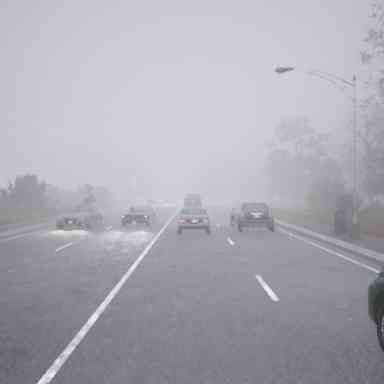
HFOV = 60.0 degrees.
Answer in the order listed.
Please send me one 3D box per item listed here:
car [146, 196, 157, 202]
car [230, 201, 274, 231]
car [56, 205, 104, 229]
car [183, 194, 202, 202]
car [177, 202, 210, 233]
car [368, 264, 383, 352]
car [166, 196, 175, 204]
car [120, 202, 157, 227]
[{"bbox_3d":[-7.576,1.485,62.533,1.882,1.535,5.008,0,0,-3],"label":"car"},{"bbox_3d":[3.598,1.355,20.620,2.097,1.767,4.553,0,0,0],"label":"car"},{"bbox_3d":[-7.101,1.567,21.410,1.994,1.385,4.181,0,0,0],"label":"car"},{"bbox_3d":[0.083,1.228,41.945,2.150,2.045,5.566,0,0,0],"label":"car"},{"bbox_3d":[0.099,1.551,19.635,2.033,1.411,5.357,0,0,0],"label":"car"},{"bbox_3d":[3.599,1.222,2.412,2.150,2.045,5.566,0,0,0],"label":"car"},{"bbox_3d":[-4.271,1.506,65.682,2.128,1.511,4.902,0,0,-3],"label":"car"},{"bbox_3d":[-3.602,1.604,22.972,1.895,1.301,4.718,0,0,0],"label":"car"}]
